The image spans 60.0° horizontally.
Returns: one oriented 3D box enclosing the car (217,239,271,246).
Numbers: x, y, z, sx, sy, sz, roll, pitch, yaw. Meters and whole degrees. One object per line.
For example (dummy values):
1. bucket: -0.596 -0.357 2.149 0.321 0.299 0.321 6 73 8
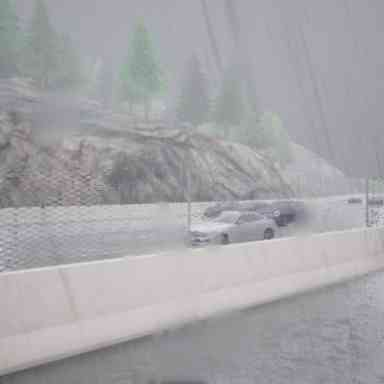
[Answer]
1. car: 1.821 1.536 14.365 4.674 1.442 1.812 0 0 -39
